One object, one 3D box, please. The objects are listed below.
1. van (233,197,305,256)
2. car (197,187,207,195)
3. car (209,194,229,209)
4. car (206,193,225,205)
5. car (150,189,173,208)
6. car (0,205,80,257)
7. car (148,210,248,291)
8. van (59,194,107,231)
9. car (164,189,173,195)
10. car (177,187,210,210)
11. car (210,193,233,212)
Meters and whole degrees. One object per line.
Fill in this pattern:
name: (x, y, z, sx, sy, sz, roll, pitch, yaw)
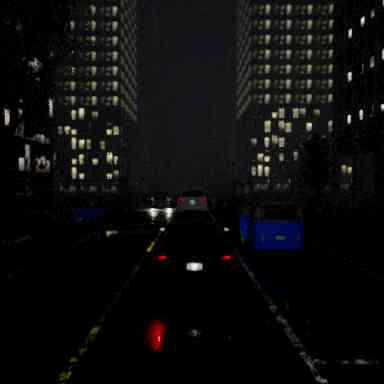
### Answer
van: (2.662, 1.115, 11.862, 1.690, 1.788, 3.998, -1, 1, 0)
car: (2.429, -0.207, 79.196, 2.192, 1.841, 5.009, -1, 1, 0)
car: (2.741, 0.920, 34.596, 1.802, 1.307, 4.206, -1, 1, 0)
car: (2.751, 0.795, 40.280, 1.947, 1.339, 4.313, -1, 1, 0)
car: (-3.140, 0.677, 35.243, 2.097, 1.767, 4.553, 0, 1, 0)
car: (-5.716, 1.356, 11.854, 1.802, 1.307, 4.206, -1, 1, 0)
car: (0.060, 1.399, 8.565, 1.994, 1.385, 4.181, 0, 1, 0)
van: (-5.726, 1.007, 17.532, 1.690, 1.788, 3.998, -1, 1, 0)
car: (-5.976, -0.103, 84.627, 1.752, 1.417, 4.829, 0, 1, 0)
car: (0.043, 0.722, 26.065, 2.150, 2.045, 5.566, 0, 1, 0)
car: (2.692, 1.013, 28.913, 1.947, 1.339, 4.313, -1, 1, 0)
